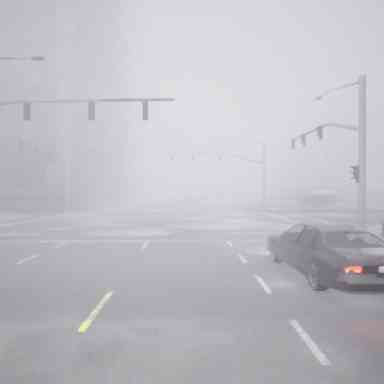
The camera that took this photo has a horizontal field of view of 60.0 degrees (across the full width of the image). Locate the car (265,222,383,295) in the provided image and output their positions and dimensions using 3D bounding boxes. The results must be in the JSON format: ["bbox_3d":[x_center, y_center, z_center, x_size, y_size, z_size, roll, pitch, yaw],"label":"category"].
[{"bbox_3d":[3.505,1.496,8.779,2.033,1.411,5.357,0,0,-3],"label":"car"}]

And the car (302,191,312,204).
[{"bbox_3d":[24.202,0.846,63.572,4.605,1.855,1.932,0,0,0],"label":"car"}]

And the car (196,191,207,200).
[{"bbox_3d":[2.278,1.091,74.782,1.812,1.442,4.674,0,0,-1],"label":"car"}]

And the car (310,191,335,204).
[{"bbox_3d":[24.267,1.072,60.890,3.905,1.438,1.784,0,0,0],"label":"car"}]

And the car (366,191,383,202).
[{"bbox_3d":[39.233,0.813,69.205,4.605,1.855,1.932,0,0,0],"label":"car"}]

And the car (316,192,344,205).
[{"bbox_3d":[24.283,1.120,57.995,3.806,1.475,1.970,0,0,0],"label":"car"}]

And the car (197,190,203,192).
[{"bbox_3d":[2.153,0.606,84.814,2.150,2.045,5.566,0,0,-1],"label":"car"}]

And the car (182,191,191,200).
[{"bbox_3d":[-1.216,1.108,74.322,2.033,1.411,5.357,0,0,-1],"label":"car"}]
